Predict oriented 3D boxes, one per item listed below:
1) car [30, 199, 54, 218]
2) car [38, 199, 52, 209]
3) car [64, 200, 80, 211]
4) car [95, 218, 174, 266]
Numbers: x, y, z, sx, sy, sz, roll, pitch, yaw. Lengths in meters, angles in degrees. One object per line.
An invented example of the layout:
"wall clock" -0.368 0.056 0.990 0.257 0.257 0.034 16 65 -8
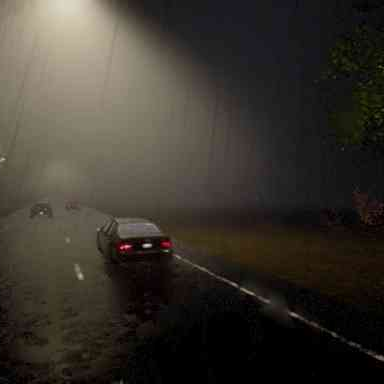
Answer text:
"car" -14.756 1.695 32.719 1.837 1.490 4.892 1 -1 -23
"car" -22.199 1.816 50.428 1.812 1.442 4.674 1 -1 -23
"car" -16.395 1.836 45.653 2.033 1.411 5.357 1 -1 -23
"car" -2.296 1.642 12.101 2.033 1.411 5.357 1 -1 -23
